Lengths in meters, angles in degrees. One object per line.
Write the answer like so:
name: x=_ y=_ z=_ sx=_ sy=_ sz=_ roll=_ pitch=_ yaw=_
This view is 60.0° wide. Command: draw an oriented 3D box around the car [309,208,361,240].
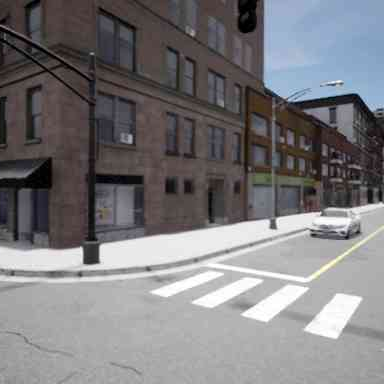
car: x=7.772 y=1.587 z=17.823 sx=1.812 sy=1.442 sz=4.674 roll=1 pitch=0 yaw=36
